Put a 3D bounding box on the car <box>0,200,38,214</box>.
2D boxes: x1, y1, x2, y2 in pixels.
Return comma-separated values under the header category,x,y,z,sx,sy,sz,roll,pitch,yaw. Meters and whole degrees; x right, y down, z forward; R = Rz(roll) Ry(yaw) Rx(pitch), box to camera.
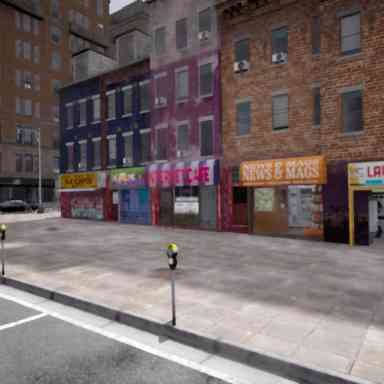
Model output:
category,x,y,z,sx,sy,sz,roll,pitch,yaw
car,-17.743,1.497,32.348,1.895,1.301,4.718,-1,0,36
